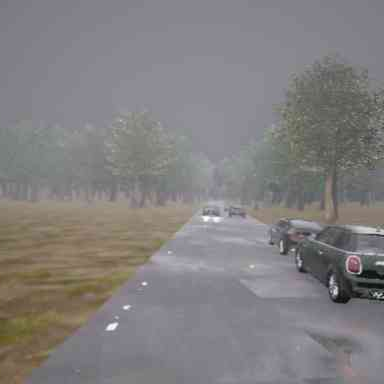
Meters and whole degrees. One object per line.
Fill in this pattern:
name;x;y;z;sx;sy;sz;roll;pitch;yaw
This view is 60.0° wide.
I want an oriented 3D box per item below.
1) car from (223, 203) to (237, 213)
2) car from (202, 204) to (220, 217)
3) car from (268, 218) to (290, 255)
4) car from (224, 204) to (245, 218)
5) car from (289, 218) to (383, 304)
car;6.096;2.574;53.751;1.895;1.301;4.718;3;-1;4
car;2.269;2.155;39.277;1.994;1.385;4.181;3;-1;4
car;4.691;1.924;15.064;1.837;1.490;4.892;3;-1;4
car;5.356;2.253;40.108;2.128;1.511;4.902;3;-1;4
car;4.330;1.678;9.048;2.097;1.767;4.553;3;-1;4
